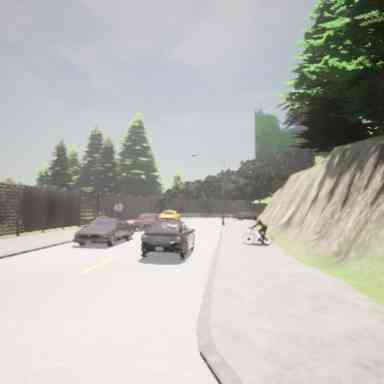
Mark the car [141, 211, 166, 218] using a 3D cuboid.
[{"bbox_3d":[-3.734,2.524,28.419,1.812,1.442,4.674,1,-2,6],"label":"car"}]

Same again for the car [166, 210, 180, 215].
[{"bbox_3d":[-2.612,2.896,38.824,1.882,1.535,5.008,1,-2,7],"label":"car"}]

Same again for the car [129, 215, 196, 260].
[{"bbox_3d":[-0.968,2.053,15.096,2.128,1.511,4.902,1,-2,7],"label":"car"}]

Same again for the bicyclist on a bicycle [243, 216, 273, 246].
[{"bbox_3d":[3.652,2.148,18.405,1.656,1.620,0.582,1,-2,6],"label":"bicyclist on a bicycle"}]

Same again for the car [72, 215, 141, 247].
[{"bbox_3d":[-4.751,2.158,18.826,2.033,1.411,5.357,1,-2,6],"label":"car"}]

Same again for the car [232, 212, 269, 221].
[{"bbox_3d":[8.962,3.715,51.187,5.357,1.411,2.033,1,-2,-2],"label":"car"}]
